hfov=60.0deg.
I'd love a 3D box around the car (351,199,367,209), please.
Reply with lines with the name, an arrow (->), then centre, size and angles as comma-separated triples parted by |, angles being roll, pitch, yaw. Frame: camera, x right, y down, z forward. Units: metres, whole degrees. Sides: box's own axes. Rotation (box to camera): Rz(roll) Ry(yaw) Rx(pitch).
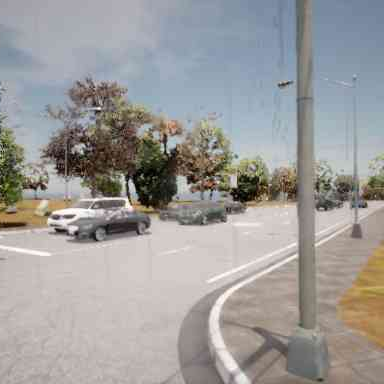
car -> 25.463, 1.776, 50.717 | 1.994, 1.385, 4.181 | -1, -1, 33

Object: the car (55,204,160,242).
car -> -4.232, 1.611, 17.475 | 2.128, 1.511, 4.902 | -1, 0, 34

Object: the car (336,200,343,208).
car -> 22.745, 1.855, 52.964 | 1.895, 1.301, 4.718 | -1, -1, 33

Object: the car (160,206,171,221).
car -> -1.045, 1.729, 28.736 | 1.994, 1.385, 4.181 | -1, 0, 33

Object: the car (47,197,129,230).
car -> -6.146, 1.380, 20.865 | 2.150, 2.045, 5.566 | -1, 0, 33

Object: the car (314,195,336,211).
car -> 17.082, 1.400, 44.066 | 2.150, 2.045, 5.566 | -1, -1, 33

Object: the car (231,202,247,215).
car -> 4.396, 1.795, 37.361 | 1.895, 1.301, 4.718 | -1, -1, 32

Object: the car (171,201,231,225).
car -> 0.804, 1.476, 25.139 | 2.097, 1.767, 4.553 | -1, 0, 33
